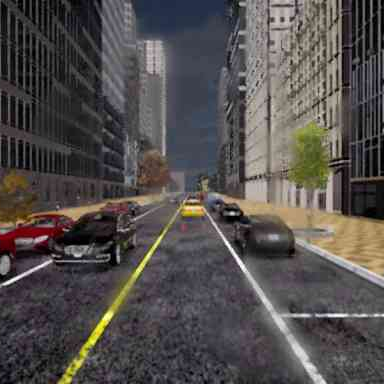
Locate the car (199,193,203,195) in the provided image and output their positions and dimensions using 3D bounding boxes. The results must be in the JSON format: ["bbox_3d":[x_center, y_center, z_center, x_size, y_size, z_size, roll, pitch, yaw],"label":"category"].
[{"bbox_3d":[0.095,1.296,44.314,1.882,1.535,5.008,0,0,0],"label":"car"}]

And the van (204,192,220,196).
[{"bbox_3d":[2.701,1.173,41.481,1.690,1.788,3.998,0,0,0],"label":"van"}]

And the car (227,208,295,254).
[{"bbox_3d":[2.694,1.516,13.019,1.947,1.339,4.313,0,0,0],"label":"car"}]

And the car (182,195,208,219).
[{"bbox_3d":[0.105,1.347,27.791,1.801,1.575,5.366,0,0,0],"label":"car"}]

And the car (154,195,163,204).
[{"bbox_3d":[-5.676,1.277,58.399,1.752,1.417,4.829,0,0,0],"label":"car"}]

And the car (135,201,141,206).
[{"bbox_3d":[-5.683,1.448,30.106,1.947,1.339,4.313,0,0,0],"label":"car"}]

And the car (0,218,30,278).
[{"bbox_3d":[-5.688,1.518,7.335,1.887,1.381,4.507,0,0,0],"label":"car"}]

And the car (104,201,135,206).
[{"bbox_3d":[-5.684,1.450,24.413,1.887,1.381,4.507,0,0,0],"label":"car"}]

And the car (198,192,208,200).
[{"bbox_3d":[2.710,0.950,81.324,2.192,1.841,5.009,0,0,0],"label":"car"}]

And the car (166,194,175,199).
[{"bbox_3d":[-5.670,1.156,87.031,2.008,1.369,4.403,0,0,0],"label":"car"}]

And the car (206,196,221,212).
[{"bbox_3d":[2.699,1.423,35.788,1.947,1.339,4.313,0,0,0],"label":"car"}]

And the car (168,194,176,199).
[{"bbox_3d":[-5.669,1.140,92.724,1.947,1.339,4.313,0,0,0],"label":"car"}]

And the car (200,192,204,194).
[{"bbox_3d":[2.708,1.008,69.940,2.192,1.841,5.009,0,0,0],"label":"car"}]

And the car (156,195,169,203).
[{"bbox_3d":[-5.675,1.274,64.262,2.008,1.369,4.403,0,0,0],"label":"car"}]

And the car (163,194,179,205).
[{"bbox_3d":[-3.061,1.266,53.814,2.128,1.511,4.902,0,0,0],"label":"car"}]

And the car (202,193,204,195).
[{"bbox_3d":[2.702,1.245,47.172,1.967,1.590,4.097,0,0,0],"label":"car"}]

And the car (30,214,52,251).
[{"bbox_3d":[-5.687,1.533,13.029,1.802,1.307,4.206,0,0,0],"label":"car"}]

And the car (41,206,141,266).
[{"bbox_3d":[-3.099,1.462,11.456,1.837,1.490,4.892,0,0,0],"label":"car"}]

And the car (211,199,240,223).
[{"bbox_3d":[2.697,1.471,24.403,1.947,1.339,4.313,0,0,0],"label":"car"}]
